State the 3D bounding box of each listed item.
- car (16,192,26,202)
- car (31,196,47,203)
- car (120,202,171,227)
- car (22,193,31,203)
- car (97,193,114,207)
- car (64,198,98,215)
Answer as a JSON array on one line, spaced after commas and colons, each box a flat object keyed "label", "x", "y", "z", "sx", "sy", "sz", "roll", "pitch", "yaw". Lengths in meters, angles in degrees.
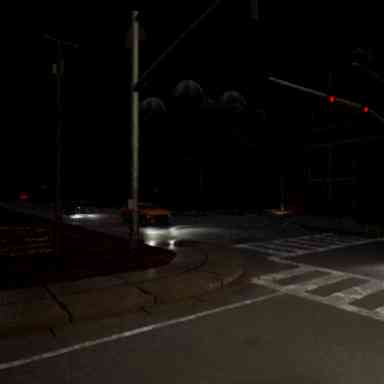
[{"label": "car", "x": -40.516, "y": 1.135, "z": 79.617, "sx": 2.150, "sy": 2.045, "sz": 5.566, "roll": 0, "pitch": 0, "yaw": -37}, {"label": "car", "x": -20.952, "y": 1.151, "z": 47.367, "sx": 2.128, "sy": 1.511, "sz": 4.902, "roll": 0, "pitch": 0, "yaw": -37}, {"label": "car", "x": -3.355, "y": 1.486, "z": 23.472, "sx": 1.882, "sy": 1.535, "sz": 5.008, "roll": 0, "pitch": 0, "yaw": -36}, {"label": "car", "x": -34.313, "y": 1.497, "z": 71.253, "sx": 1.882, "sy": 1.535, "sz": 5.008, "roll": 0, "pitch": 0, "yaw": -37}, {"label": "car", "x": -13.828, "y": 1.182, "z": 50.625, "sx": 3.866, "sy": 1.878, "sz": 1.905, "roll": -2, "pitch": 5, "yaw": 11}, {"label": "car", "x": -11.837, "y": 1.537, "z": 34.918, "sx": 1.812, "sy": 1.442, "sz": 4.674, "roll": 0, "pitch": 0, "yaw": -37}]
